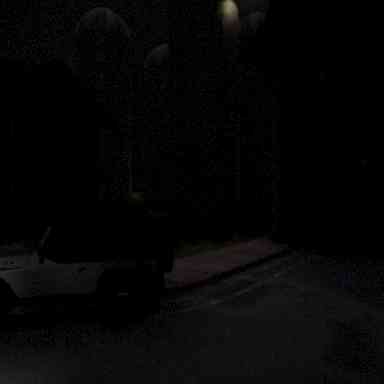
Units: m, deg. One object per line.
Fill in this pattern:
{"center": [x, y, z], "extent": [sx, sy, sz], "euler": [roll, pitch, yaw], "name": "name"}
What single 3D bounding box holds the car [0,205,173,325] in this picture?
{"center": [-2.283, 1.277, 6.316], "extent": [3.866, 1.878, 1.905], "euler": [-2, 5, -7], "name": "car"}
